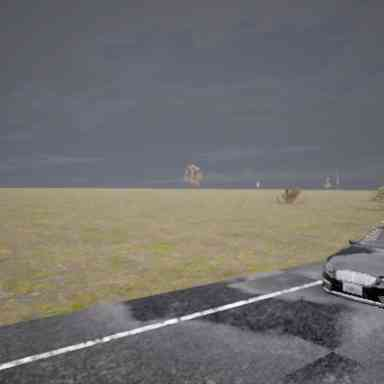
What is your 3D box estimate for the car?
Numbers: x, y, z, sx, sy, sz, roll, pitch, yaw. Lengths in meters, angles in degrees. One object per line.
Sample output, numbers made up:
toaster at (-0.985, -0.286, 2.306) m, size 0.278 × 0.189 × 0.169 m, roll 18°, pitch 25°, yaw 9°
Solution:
car at (4.927, 1.501, 7.504) m, size 4.902 × 1.511 × 2.128 m, roll 0°, pitch 0°, yaw -35°
